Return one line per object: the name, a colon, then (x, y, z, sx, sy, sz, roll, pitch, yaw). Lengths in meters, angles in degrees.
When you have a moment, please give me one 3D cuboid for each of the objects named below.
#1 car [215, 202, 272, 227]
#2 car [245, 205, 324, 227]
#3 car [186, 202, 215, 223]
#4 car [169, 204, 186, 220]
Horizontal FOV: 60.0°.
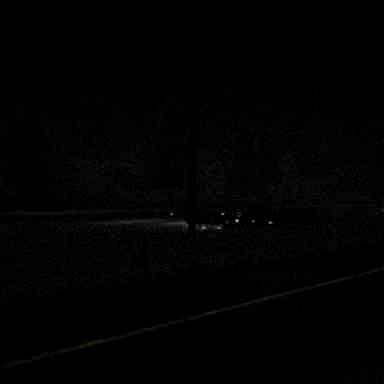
car: (4.255, 1.519, 24.214, 4.553, 1.767, 2.097, 1, 0, -35)
car: (6.205, 1.714, 21.307, 5.357, 1.411, 2.033, 1, 0, -35)
car: (2.259, 1.672, 27.089, 4.892, 1.490, 1.837, 1, 0, -35)
car: (0.255, 1.658, 29.959, 4.902, 1.511, 2.128, 1, 0, -35)
